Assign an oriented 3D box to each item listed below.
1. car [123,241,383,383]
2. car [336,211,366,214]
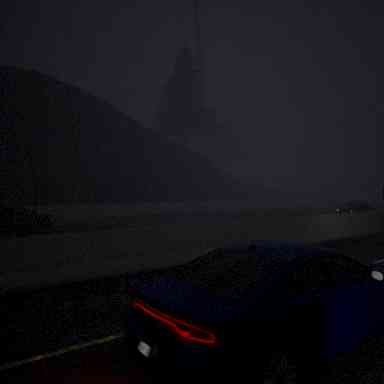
[{"bbox_3d":[1.483,1.481,4.966,5.008,1.535,1.882,0,0,-37],"label":"car"},{"bbox_3d":[14.875,1.554,30.371,4.892,1.490,1.837,0,0,-45],"label":"car"}]
